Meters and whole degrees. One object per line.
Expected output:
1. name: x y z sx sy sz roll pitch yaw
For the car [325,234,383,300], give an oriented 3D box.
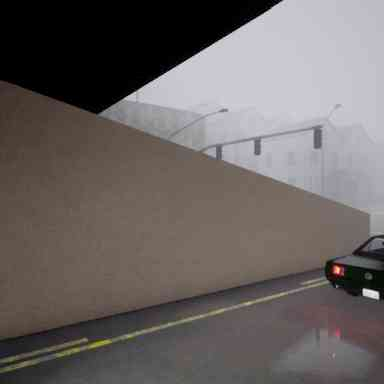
1. car: 5.133 1.600 7.437 4.718 1.301 1.895 0 0 -35
